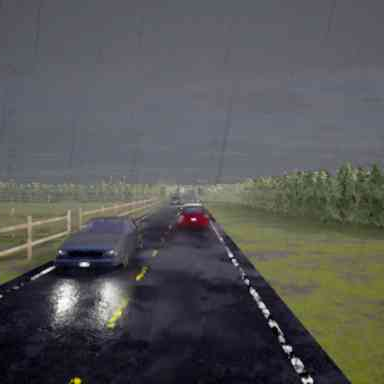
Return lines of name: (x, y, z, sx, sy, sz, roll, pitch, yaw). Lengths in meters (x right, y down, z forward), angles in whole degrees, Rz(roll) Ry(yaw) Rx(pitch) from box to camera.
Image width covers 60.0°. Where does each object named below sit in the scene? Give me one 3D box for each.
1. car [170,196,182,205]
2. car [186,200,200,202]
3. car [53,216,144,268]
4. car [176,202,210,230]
car: (-2.748, 1.460, 56.637, 1.812, 1.442, 4.674, 0, 0, 0)
car: (0.102, 1.559, 37.244, 1.895, 1.301, 4.718, 0, 0, 0)
car: (-2.854, 1.540, 11.493, 2.033, 1.411, 5.357, 0, 0, 0)
car: (0.099, 1.547, 21.217, 1.994, 1.385, 4.181, 0, 0, 0)
